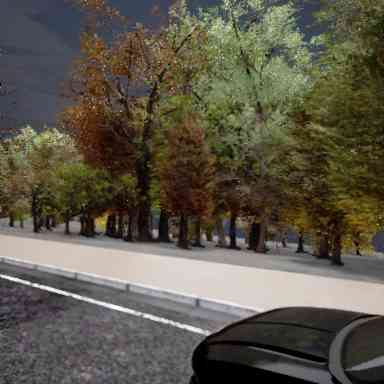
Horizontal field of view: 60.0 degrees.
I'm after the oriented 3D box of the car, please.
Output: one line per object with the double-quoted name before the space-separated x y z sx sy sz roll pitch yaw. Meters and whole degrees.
"car" 2.249 1.469 2.076 5.008 1.535 1.882 -1 0 36
